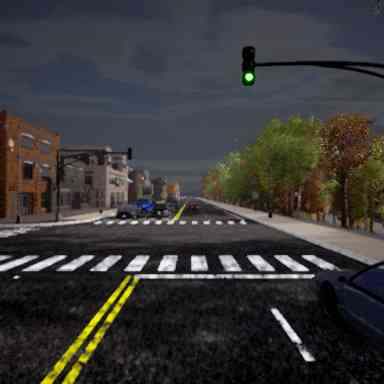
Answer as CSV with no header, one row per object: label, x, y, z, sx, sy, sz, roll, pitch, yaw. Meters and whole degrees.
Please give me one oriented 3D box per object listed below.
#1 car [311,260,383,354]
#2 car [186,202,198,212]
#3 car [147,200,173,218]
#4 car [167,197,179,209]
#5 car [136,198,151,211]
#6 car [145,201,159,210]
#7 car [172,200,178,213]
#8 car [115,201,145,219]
car,3.353,1.606,4.348,2.033,1.411,5.357,0,-1,0
car,0.033,2.189,49.438,2.033,1.411,5.357,0,-1,0
car,-3.370,1.976,36.377,1.837,1.490,4.892,0,-1,0
car,-3.415,1.961,56.970,2.150,2.045,5.566,0,-1,0
car,-6.648,1.808,45.264,2.150,2.045,5.566,0,-1,0
car,-6.663,2.250,55.745,1.812,1.442,4.674,0,-1,0
car,-3.392,2.165,46.291,1.994,1.385,4.181,0,-1,0
car,-6.622,2.002,35.076,2.033,1.411,5.357,0,-1,0
